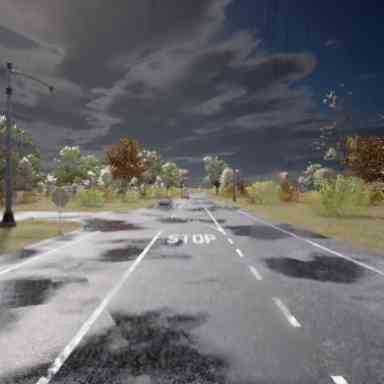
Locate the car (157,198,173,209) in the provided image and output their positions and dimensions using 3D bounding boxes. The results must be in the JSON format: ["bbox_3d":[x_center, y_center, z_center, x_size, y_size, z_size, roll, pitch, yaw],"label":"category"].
[{"bbox_3d":[-3.434,1.482,43.556,2.033,1.411,5.357,0,0,0],"label":"car"}]
